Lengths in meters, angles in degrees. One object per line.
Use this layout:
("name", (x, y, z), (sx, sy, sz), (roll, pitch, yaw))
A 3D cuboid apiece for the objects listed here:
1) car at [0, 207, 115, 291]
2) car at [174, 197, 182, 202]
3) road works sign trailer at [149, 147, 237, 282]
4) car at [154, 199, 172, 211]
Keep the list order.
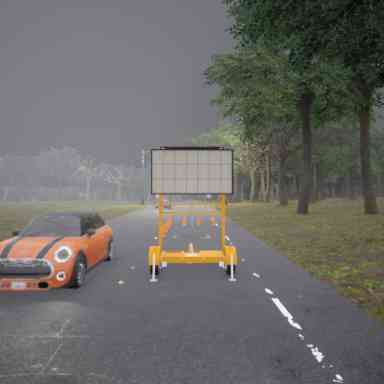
("car", (-3.610, 1.360, 9.167), (2.097, 1.767, 4.553), (0, 0, 0))
("car", (-3.606, 2.070, 88.514), (1.994, 1.385, 4.181), (0, -1, 0))
("road works sign trailer", (0.000, 0.473, 9.822), (2.380, 3.560, 2.880), (0, 0, -1))
("car", (-3.651, 1.598, 42.822), (1.812, 1.442, 4.674), (0, 0, 0))
